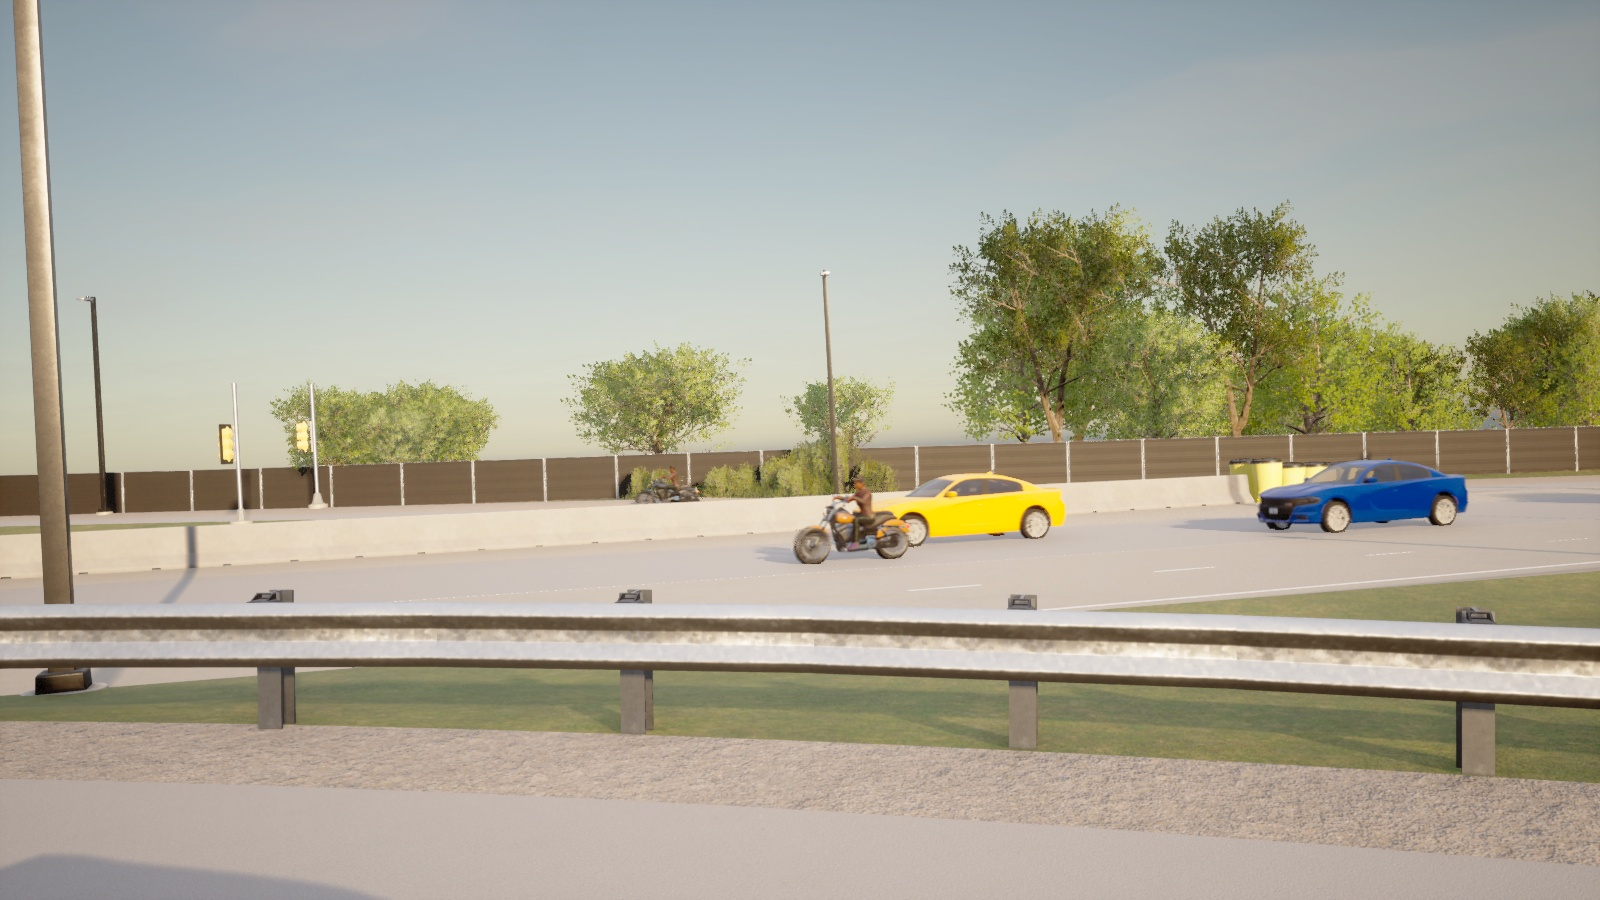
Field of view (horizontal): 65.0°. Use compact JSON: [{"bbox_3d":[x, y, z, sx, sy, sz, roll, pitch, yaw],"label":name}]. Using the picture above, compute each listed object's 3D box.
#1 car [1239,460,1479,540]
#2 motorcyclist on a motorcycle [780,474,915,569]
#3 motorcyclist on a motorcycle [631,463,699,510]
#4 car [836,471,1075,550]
[{"bbox_3d":[12.486,1.072,28.039,5.008,1.535,1.882,-1,-1,-21],"label":"car"},{"bbox_3d":[0.893,1.312,23.509,2.350,1.649,0.766,-2,-1,-21],"label":"motorcyclist on a motorcycle"},{"bbox_3d":[-5.004,1.352,46.613,2.350,1.649,0.766,-1,0,5],"label":"motorcyclist on a motorcycle"},{"bbox_3d":[3.512,1.318,28.289,5.008,1.535,1.882,-1,-1,-21],"label":"car"}]
